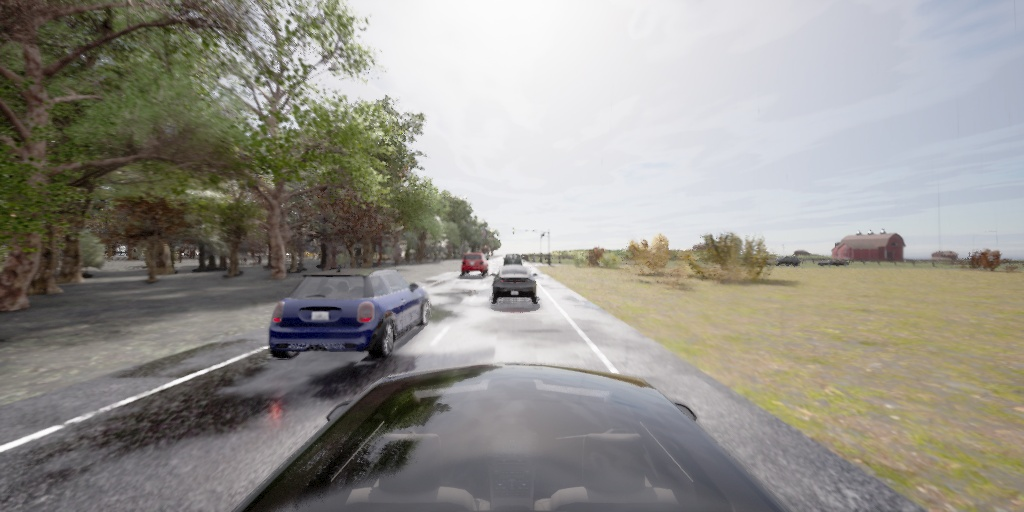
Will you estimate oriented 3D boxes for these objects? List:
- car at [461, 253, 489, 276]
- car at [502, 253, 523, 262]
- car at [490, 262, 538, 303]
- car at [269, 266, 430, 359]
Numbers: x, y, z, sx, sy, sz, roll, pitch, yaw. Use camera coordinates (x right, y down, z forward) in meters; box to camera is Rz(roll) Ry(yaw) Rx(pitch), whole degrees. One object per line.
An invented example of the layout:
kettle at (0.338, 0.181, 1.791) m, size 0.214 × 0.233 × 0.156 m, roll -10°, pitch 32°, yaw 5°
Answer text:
car at (-3.401, 0.754, 33.345) m, size 2.150 × 2.045 × 5.566 m, roll 0°, pitch 0°, yaw 0°
car at (0.099, 0.706, 40.127) m, size 2.150 × 2.045 × 5.566 m, roll 0°, pitch 0°, yaw 0°
car at (0.100, 1.158, 15.976) m, size 1.837 × 1.490 × 4.892 m, roll 0°, pitch 0°, yaw 0°
car at (-3.397, 1.058, 8.479) m, size 2.097 × 1.767 × 4.553 m, roll 0°, pitch 0°, yaw 0°
